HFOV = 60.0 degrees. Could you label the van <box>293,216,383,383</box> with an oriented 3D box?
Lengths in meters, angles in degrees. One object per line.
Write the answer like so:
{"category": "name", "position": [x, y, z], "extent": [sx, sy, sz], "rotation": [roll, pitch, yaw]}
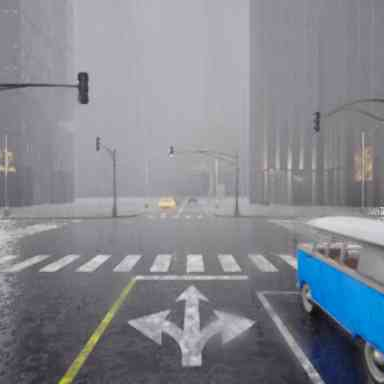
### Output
{"category": "van", "position": [2.848, 1.351, 5.041], "extent": [1.690, 1.788, 3.998], "rotation": [-1, 0, 0]}

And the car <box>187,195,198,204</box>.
{"category": "car", "position": [0.123, 1.595, 68.497], "extent": [1.837, 1.490, 4.892], "rotation": [0, 0, 0]}

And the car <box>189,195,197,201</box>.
{"category": "car", "position": [0.155, 1.412, 78.919], "extent": [1.837, 1.490, 4.892], "rotation": [0, 0, 0]}

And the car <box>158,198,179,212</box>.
{"category": "car", "position": [-3.045, 1.556, 40.990], "extent": [1.882, 1.535, 5.008], "rotation": [0, 0, 0]}

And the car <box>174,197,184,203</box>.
{"category": "car", "position": [-2.863, 1.674, 72.875], "extent": [1.895, 1.301, 4.718], "rotation": [0, 0, 0]}

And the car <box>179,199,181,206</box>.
{"category": "car", "position": [-2.953, 1.666, 57.506], "extent": [1.994, 1.385, 4.181], "rotation": [0, 0, 1]}
